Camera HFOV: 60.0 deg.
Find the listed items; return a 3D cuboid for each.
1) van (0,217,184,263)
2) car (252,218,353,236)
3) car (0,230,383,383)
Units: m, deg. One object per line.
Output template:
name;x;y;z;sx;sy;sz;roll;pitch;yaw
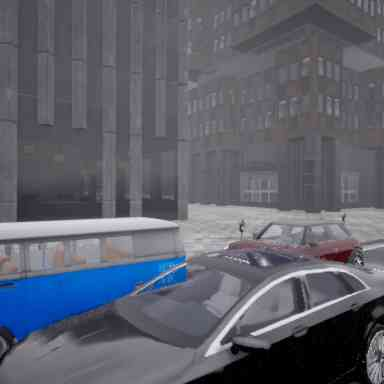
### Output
van;-1.978;1.341;5.235;3.998;1.788;1.690;0;0;-35
car;2.523;1.441;8.439;4.097;1.590;1.967;0;0;-35
car;0.498;1.491;3.729;4.902;1.511;2.128;0;0;-35
